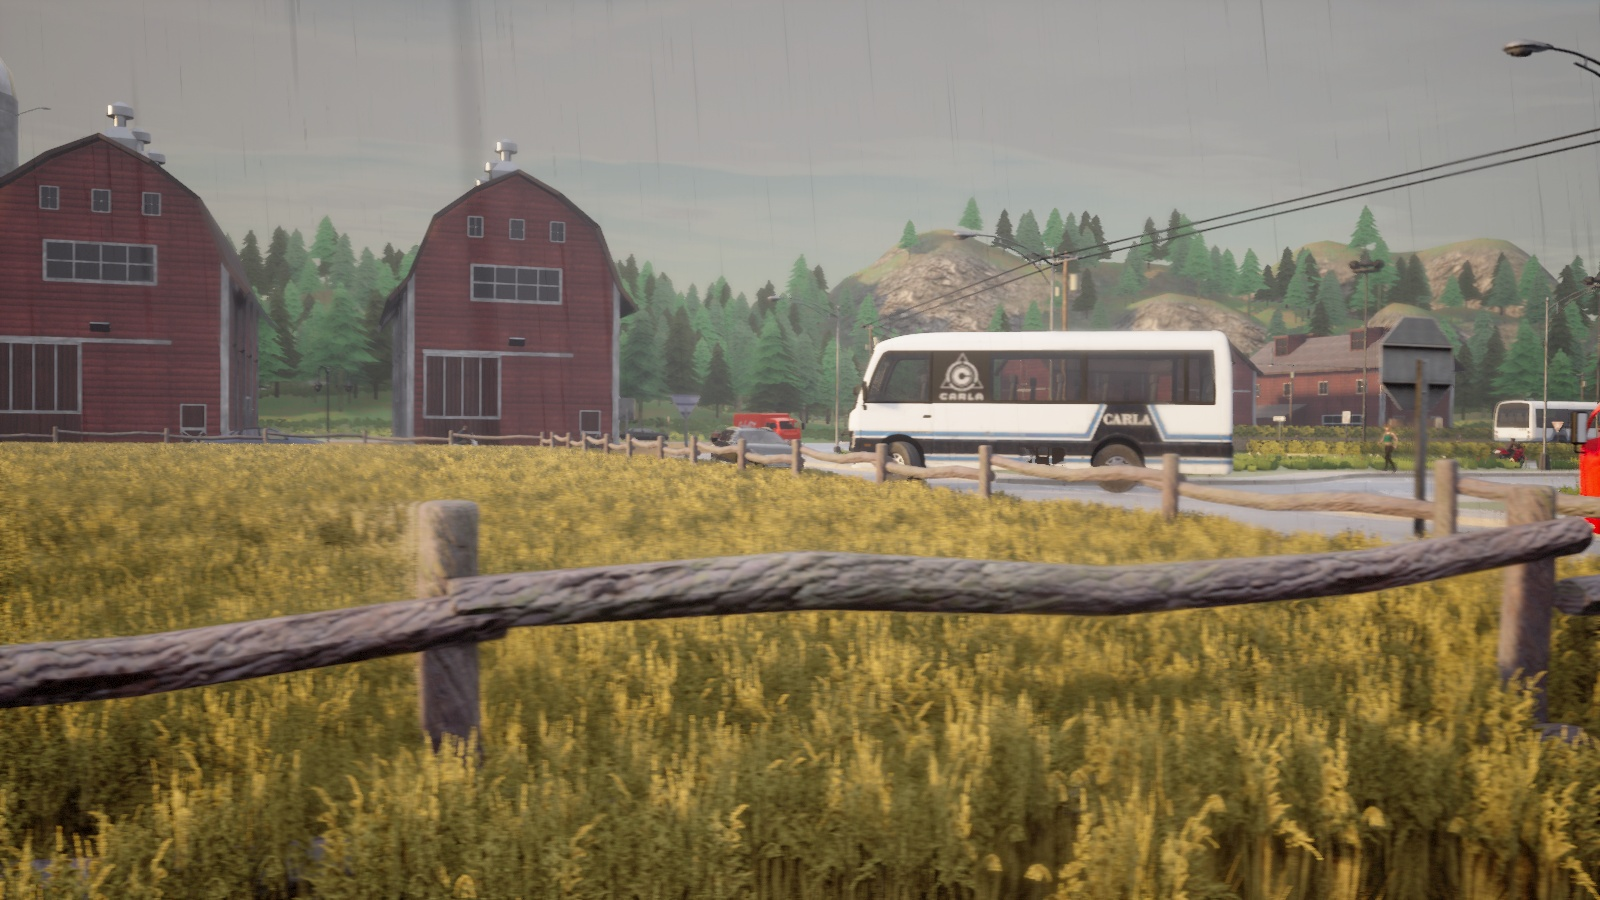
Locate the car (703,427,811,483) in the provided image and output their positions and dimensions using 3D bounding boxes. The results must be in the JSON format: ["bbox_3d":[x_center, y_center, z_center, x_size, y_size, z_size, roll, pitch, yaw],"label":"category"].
[{"bbox_3d":[-1.443,0.103,39.976,2.033,1.649,4.856,-1,1,-20],"label":"car"}]

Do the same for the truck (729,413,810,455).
[{"bbox_3d":[-1.949,-1.020,78.831,2.627,2.467,5.204,-3,2,-34],"label":"truck"}]

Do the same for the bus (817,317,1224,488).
[{"bbox_3d":[5.897,-1.192,34.234,10.273,4.253,3.944,0,1,11],"label":"bus"}]

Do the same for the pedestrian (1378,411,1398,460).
[{"bbox_3d":[22.197,-0.548,47.386,0.594,1.836,0.345,-1,1,-17],"label":"pedestrian"}]

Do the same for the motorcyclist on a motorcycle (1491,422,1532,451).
[{"bbox_3d":[38.996,-0.747,68.831,2.044,1.523,0.797,-2,1,-19],"label":"motorcyclist on a motorcycle"}]

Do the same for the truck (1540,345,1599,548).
[{"bbox_3d":[11.505,-0.038,13.964,2.627,2.467,5.204,-1,1,-19],"label":"truck"}]

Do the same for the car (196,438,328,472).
[{"bbox_3d":[-24.052,0.205,56.286,5.357,1.411,2.033,-1,1,-23],"label":"car"}]
